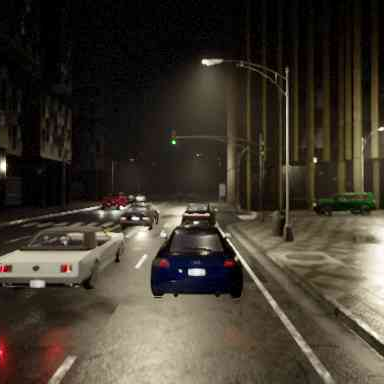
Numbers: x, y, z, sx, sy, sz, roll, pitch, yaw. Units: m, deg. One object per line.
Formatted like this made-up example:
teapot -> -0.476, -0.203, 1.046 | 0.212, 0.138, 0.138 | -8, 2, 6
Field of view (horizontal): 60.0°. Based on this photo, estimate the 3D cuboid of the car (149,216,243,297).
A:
car -> 0.102, 1.546, 8.558 | 1.994, 1.385, 4.181 | 0, 0, 0

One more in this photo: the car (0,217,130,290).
car -> -3.144, 1.581, 9.005 | 1.895, 1.301, 4.718 | 0, 0, 0

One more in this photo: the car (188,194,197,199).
car -> 0.019, 1.246, 71.959 | 2.033, 1.411, 5.357 | 0, 0, 0

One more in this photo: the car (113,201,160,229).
car -> -3.146, 1.495, 20.695 | 2.033, 1.411, 5.357 | 0, 0, 0

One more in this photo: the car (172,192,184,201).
car -> -3.231, 1.206, 71.960 | 1.837, 1.490, 4.892 | 0, 0, 0

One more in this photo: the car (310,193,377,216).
car -> 13.576, 1.073, 29.946 | 5.566, 2.045, 2.150 | 0, 0, 2

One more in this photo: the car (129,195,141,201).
car -> -9.825, 1.307, 52.155 | 2.128, 1.511, 4.902 | 0, 0, 0

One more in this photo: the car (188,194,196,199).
car -> 0.022, 1.090, 82.411 | 1.895, 1.301, 4.718 | 0, 0, 0

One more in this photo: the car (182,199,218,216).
car -> 0.537, 1.439, 20.438 | 2.128, 1.511, 4.902 | 0, 0, 7

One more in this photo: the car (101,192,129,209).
car -> -9.838, 1.086, 42.082 | 2.150, 2.045, 5.566 | 0, 0, 0

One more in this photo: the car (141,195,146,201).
car -> -9.770, 1.290, 62.200 | 1.812, 1.442, 4.674 | 0, 0, 0
